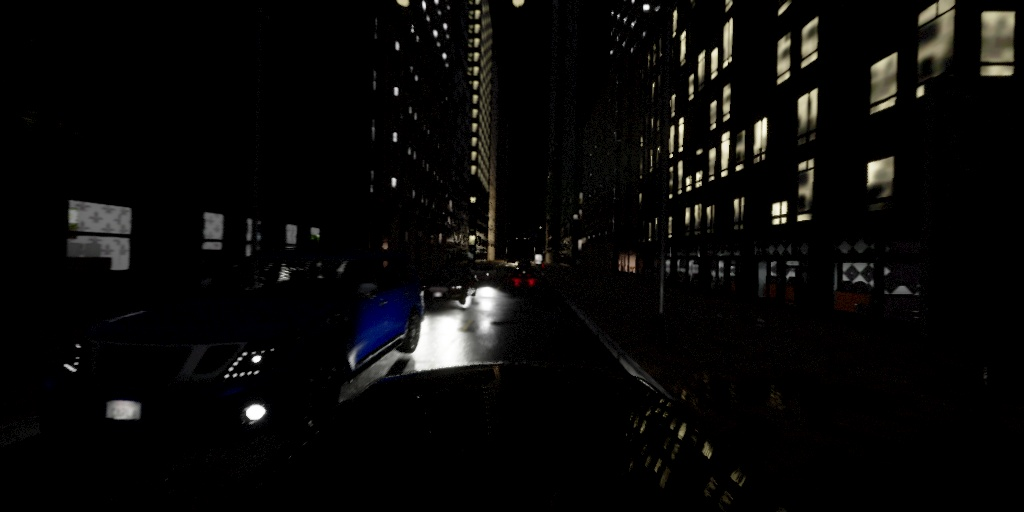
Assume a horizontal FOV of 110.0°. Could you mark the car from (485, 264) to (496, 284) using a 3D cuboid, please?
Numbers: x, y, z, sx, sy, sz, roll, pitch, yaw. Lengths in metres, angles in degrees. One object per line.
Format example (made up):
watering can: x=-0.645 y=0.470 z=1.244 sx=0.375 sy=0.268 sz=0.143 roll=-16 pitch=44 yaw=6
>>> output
car: x=-2.260 y=1.274 z=26.030 sx=1.895 sy=1.301 sz=4.718 roll=1 pitch=0 yaw=2

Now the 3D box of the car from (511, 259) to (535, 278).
car: x=1.215 y=1.279 z=34.901 sx=1.812 sy=1.442 sz=4.674 roll=1 pitch=0 yaw=3

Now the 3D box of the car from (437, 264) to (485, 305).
car: x=-2.653 y=1.163 z=15.724 sx=2.128 sy=1.511 sz=4.902 roll=1 pitch=0 yaw=2

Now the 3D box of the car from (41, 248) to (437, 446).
car: x=-3.024 y=0.893 z=5.655 sx=2.150 sy=2.045 sz=5.566 roll=1 pitch=0 yaw=2
